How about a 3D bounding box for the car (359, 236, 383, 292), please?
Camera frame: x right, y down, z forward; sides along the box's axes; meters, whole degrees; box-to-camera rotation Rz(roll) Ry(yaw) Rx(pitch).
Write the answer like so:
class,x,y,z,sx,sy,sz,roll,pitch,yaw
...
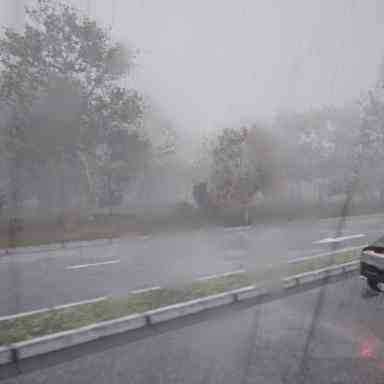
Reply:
class,x,y,z,sx,sy,sz,roll,pitch,yaw
car,5.719,1.421,7.513,4.902,1.511,2.128,-1,0,-35
